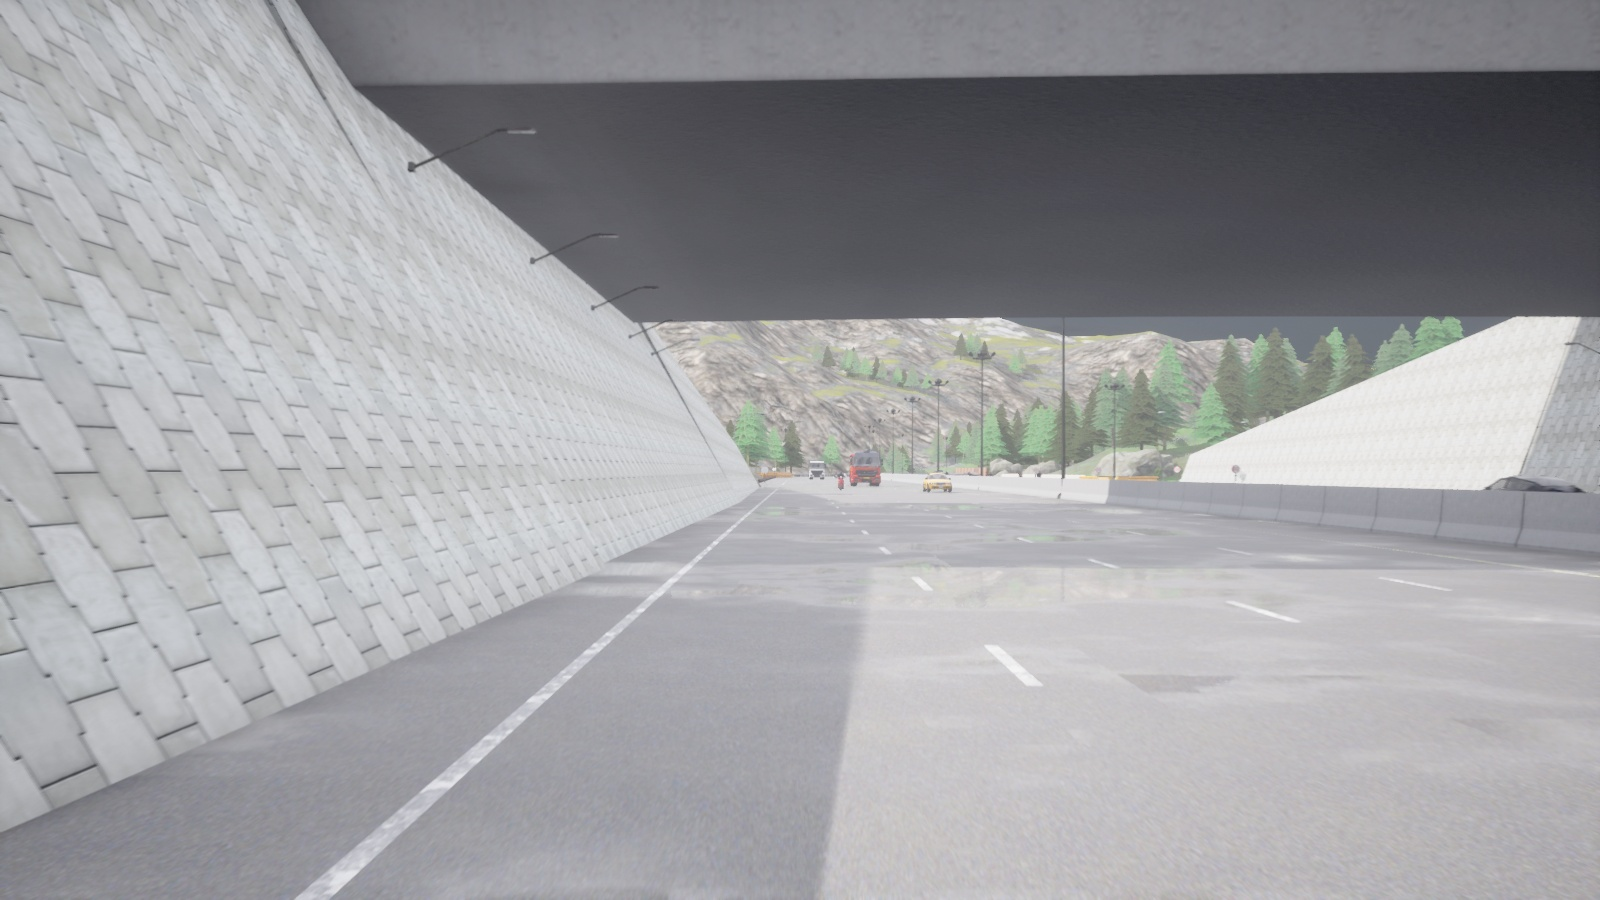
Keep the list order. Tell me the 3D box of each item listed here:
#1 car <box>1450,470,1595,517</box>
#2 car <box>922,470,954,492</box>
[{"bbox_3d":[24.397,1.431,42.642,2.163,1.488,4.792,0,-1,0],"label":"car"},{"bbox_3d":[10.329,2.296,94.600,1.801,1.575,5.366,0,-1,0],"label":"car"}]
